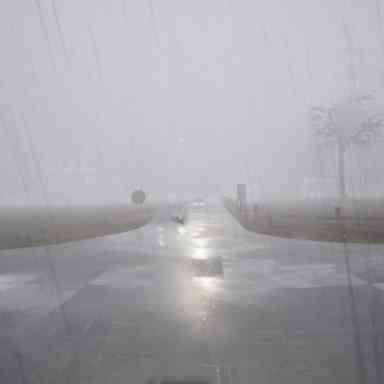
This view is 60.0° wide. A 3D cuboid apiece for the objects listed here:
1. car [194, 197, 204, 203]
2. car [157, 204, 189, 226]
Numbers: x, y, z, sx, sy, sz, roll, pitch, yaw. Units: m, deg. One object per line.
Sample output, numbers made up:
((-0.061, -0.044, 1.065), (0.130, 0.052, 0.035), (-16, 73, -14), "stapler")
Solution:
((1.487, 1.657, 69.520), (1.895, 1.301, 4.718), (0, 0, 3), "car")
((-1.219, 1.560, 23.864), (2.033, 1.411, 5.357), (0, 0, 3), "car")
